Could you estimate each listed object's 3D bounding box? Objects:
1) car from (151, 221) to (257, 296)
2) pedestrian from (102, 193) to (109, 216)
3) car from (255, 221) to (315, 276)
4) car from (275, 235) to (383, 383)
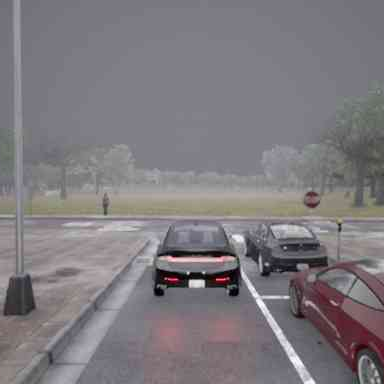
[{"bbox_3d":[0.100,1.483,8.579,2.128,1.511,4.902,0,0,0],"label":"car"},{"bbox_3d":[-6.848,0.987,26.296,0.375,1.860,0.375,0,1,0],"label":"pedestrian"},{"bbox_3d":[2.634,1.540,10.104,2.008,1.369,4.403,-1,0,0],"label":"car"},{"bbox_3d":[2.628,1.577,4.572,1.802,1.307,4.206,-1,0,0],"label":"car"}]
